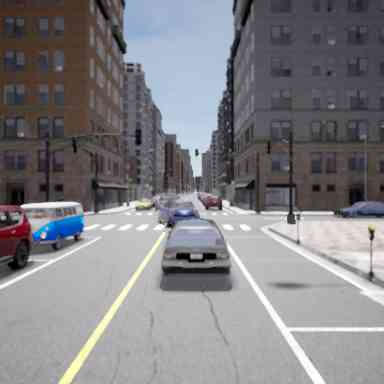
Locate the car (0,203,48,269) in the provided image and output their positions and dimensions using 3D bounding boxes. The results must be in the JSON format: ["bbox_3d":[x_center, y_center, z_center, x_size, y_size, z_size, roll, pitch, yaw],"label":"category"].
[{"bbox_3d":[-5.860,1.311,8.312,2.192,1.841,5.009,0,0,0],"label":"car"}]

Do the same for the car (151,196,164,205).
[{"bbox_3d":[-5.868,1.395,57.765,1.752,1.417,4.829,0,0,0],"label":"car"}]

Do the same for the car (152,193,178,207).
[{"bbox_3d":[-3.104,1.277,39.547,2.097,1.767,4.553,0,0,0],"label":"car"}]

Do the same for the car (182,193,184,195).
[{"bbox_3d":[-3.064,1.356,58.970,2.128,1.511,4.902,0,0,0],"label":"car"}]

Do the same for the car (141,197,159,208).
[{"bbox_3d":[-5.866,1.470,46.625,1.947,1.339,4.313,0,0,0],"label":"car"}]

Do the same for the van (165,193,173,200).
[{"bbox_3d":[-5.873,1.114,86.209,1.690,1.788,3.998,0,0,0],"label":"van"}]

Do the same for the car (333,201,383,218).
[{"bbox_3d":[15.062,1.495,28.468,5.357,1.411,2.033,0,0,1],"label":"car"}]

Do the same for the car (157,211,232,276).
[{"bbox_3d":[0.096,1.543,10.266,2.033,1.411,5.357,0,0,0],"label":"car"}]

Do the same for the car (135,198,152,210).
[{"bbox_3d":[-5.865,1.447,40.800,1.752,1.417,4.829,0,0,0],"label":"car"}]

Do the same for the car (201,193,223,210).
[{"bbox_3d":[2.662,1.236,40.944,2.192,1.841,5.009,0,0,0],"label":"car"}]

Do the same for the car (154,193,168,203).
[{"bbox_3d":[-5.869,1.165,63.589,2.192,1.841,5.009,0,0,0],"label":"car"}]

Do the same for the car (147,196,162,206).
[{"bbox_3d":[-5.867,1.412,52.110,1.752,1.417,4.829,0,0,0],"label":"car"}]

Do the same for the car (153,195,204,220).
[{"bbox_3d":[-1.038,1.312,22.569,2.097,1.767,4.553,0,0,-15],"label":"car"}]

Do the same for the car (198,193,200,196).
[{"bbox_3d":[2.655,1.357,69.397,1.752,1.417,4.829,0,0,0],"label":"car"}]

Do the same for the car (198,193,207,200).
[{"bbox_3d":[2.652,1.089,86.196,2.192,1.841,5.009,0,0,0],"label":"car"}]

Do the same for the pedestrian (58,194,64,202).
[{"bbox_3d":[-12.558,1.082,31.918,0.375,1.860,0.375,0,0,1],"label":"pedestrian"}]

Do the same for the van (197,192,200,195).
[{"bbox_3d":[2.654,1.135,80.539,1.690,1.788,3.998,0,0,0],"label":"van"}]

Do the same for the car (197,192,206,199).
[{"bbox_3d":[2.651,1.069,91.853,2.192,1.841,5.009,0,0,0],"label":"car"}]

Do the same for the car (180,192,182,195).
[{"bbox_3d":[-3.113,1.118,49.097,2.150,2.045,5.566,0,0,1],"label":"car"}]

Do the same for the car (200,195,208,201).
[{"bbox_3d":[2.654,1.395,74.884,1.802,1.307,4.206,0,0,0],"label":"car"}]

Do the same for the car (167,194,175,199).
[{"bbox_3d":[-5.875,1.298,91.865,1.887,1.381,4.507,0,0,0],"label":"car"}]

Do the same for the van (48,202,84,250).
[{"bbox_3d":[-5.861,1.333,13.954,1.690,1.788,3.998,0,0,0],"label":"van"}]
